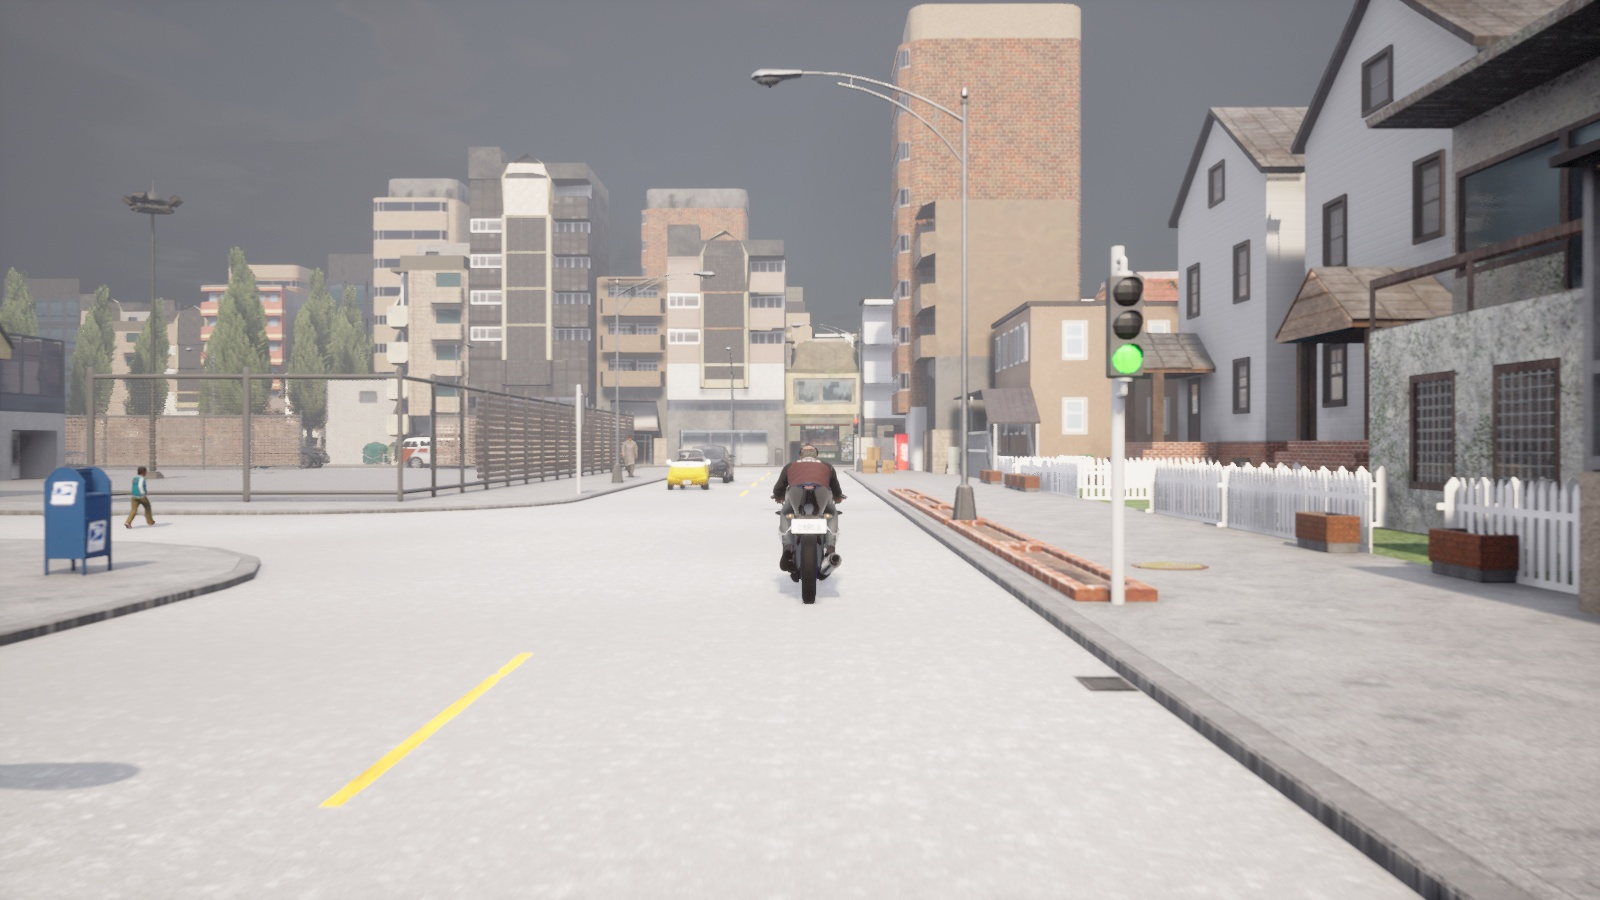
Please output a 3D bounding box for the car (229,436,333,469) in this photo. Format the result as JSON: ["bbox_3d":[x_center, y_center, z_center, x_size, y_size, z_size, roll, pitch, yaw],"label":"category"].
[{"bbox_3d":[-32.311,0.137,78.316,5.566,2.045,2.150,0,0,1],"label":"car"}]

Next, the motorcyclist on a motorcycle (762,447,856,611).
[{"bbox_3d":[0.089,0.732,12.780,0.866,1.530,2.191,0,0,0],"label":"motorcyclist on a motorcycle"}]

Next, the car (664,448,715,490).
[{"bbox_3d":[-3.709,0.635,42.351,1.481,1.376,2.207,0,0,1],"label":"car"}]

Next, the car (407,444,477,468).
[{"bbox_3d":[-22.302,0.392,78.260,3.806,1.475,1.970,0,0,1],"label":"car"}]

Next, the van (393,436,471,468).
[{"bbox_3d":[-24.055,0.137,82.262,4.480,2.038,2.069,1,0,0],"label":"van"}]

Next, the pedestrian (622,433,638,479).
[{"bbox_3d":[-7.238,0.244,53.498,0.659,1.952,0.873,0,0,-10],"label":"pedestrian"}]

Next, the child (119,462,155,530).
[{"bbox_3d":[-11.874,0.820,22.501,0.343,1.192,0.448,0,0,19],"label":"child"}]

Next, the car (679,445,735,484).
[{"bbox_3d":[-3.689,0.553,50.617,1.837,1.490,4.892,0,0,1],"label":"car"}]
